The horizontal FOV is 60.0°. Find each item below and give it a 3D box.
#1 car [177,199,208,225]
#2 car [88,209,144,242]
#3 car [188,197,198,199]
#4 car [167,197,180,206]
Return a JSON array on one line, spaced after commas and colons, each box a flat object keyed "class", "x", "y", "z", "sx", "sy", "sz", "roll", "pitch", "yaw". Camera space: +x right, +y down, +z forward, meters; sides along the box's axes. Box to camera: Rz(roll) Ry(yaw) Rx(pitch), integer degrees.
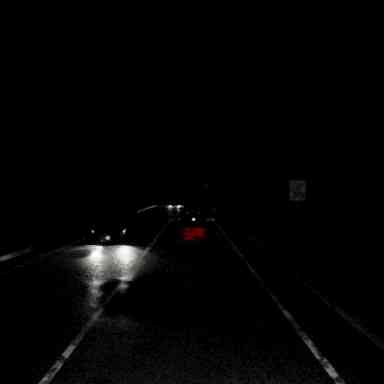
[{"class": "car", "x": 0.112, "y": 1.553, "z": 24.601, "sx": 1.837, "sy": 1.490, "sz": 4.892, "roll": 0, "pitch": 0, "yaw": 0}, {"class": "car", "x": -3.592, "y": 1.580, "z": 16.844, "sx": 2.033, "sy": 1.411, "sz": 5.357, "roll": 0, "pitch": 0, "yaw": 0}, {"class": "car", "x": 0.123, "y": 1.432, "z": 41.967, "sx": 2.097, "sy": 1.767, "sz": 4.553, "roll": 0, "pitch": 0, "yaw": 0}, {"class": "car", "x": -2.991, "y": 1.650, "z": 58.595, "sx": 1.812, "sy": 1.442, "sz": 4.674, "roll": -1, "pitch": 0, "yaw": 5}]
